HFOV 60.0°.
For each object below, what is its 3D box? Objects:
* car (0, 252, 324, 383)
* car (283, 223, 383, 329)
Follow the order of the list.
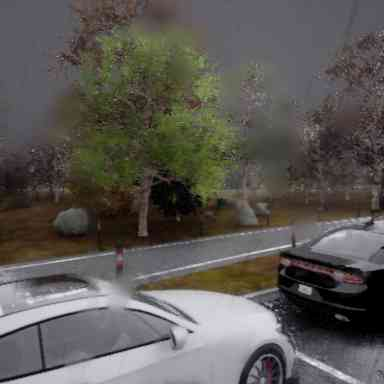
[{"bbox_3d":[-1.068,1.529,3.089,4.674,1.452,2.002,-1,-1,-36],"label":"car"},{"bbox_3d":[3.959,1.363,6.619,5.008,1.535,2.097,-2,2,-30],"label":"car"}]
